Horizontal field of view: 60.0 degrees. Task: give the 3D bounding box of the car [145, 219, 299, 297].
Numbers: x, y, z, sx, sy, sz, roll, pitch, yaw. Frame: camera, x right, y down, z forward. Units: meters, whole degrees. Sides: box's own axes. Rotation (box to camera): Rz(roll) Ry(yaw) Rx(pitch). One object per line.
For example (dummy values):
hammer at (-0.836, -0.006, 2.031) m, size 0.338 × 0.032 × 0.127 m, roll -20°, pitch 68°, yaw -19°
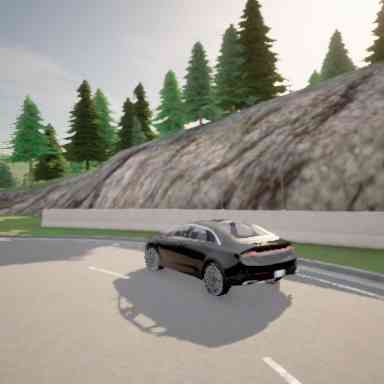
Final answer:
car at (0.424, 1.467, 8.710) m, size 2.128 × 1.511 × 4.902 m, roll -1°, pitch 0°, yaw -33°
